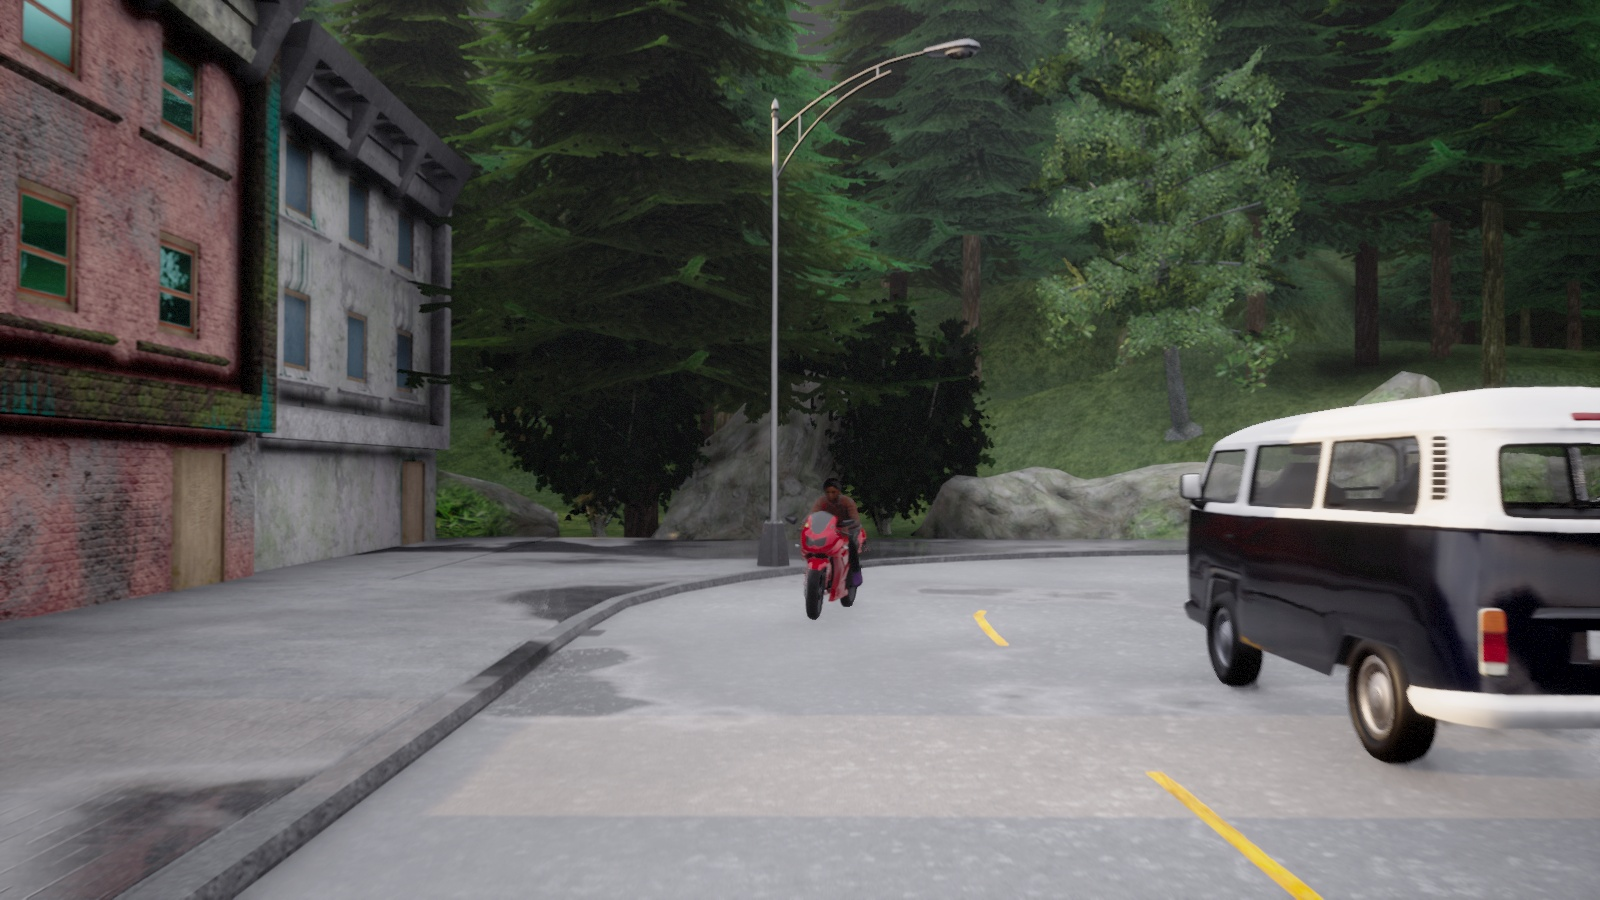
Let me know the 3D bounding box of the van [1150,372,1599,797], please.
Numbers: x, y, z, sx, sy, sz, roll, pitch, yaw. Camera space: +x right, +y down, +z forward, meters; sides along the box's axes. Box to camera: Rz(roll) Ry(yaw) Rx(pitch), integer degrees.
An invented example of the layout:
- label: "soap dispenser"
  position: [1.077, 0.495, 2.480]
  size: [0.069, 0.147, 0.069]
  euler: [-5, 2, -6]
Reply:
- label: "van"
  position: [3.981, 0.684, 8.285]
  size: [2.069, 2.038, 4.480]
  euler: [0, -1, 0]

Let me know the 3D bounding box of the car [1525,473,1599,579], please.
- label: "car"
  position: [13.979, 1.103, 19.028]
  size: [5.008, 1.535, 1.882]
  euler: [0, -1, -5]

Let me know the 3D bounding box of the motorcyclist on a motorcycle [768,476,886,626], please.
- label: "motorcyclist on a motorcycle"
  position: [0.347, 1.070, 14.087]
  size: [0.797, 1.523, 2.044]
  euler: [1, -1, 16]
